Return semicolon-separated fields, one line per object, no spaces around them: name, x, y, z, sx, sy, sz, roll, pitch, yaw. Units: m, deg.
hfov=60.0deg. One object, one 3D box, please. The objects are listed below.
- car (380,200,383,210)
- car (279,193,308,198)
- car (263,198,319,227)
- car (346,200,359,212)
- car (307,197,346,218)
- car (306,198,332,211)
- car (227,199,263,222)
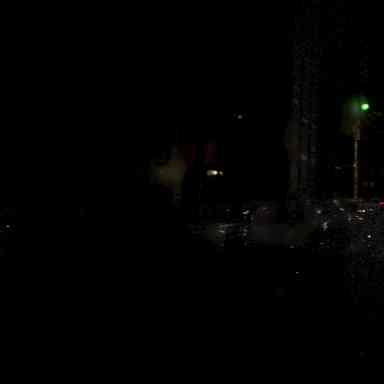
car;26.818;1.715;45.344;1.812;1.442;4.674;2;1;35
car;10.062;1.117;32.983;2.150;2.045;5.566;2;1;34
car;6.896;1.406;22.753;1.882;1.535;5.008;2;1;35
car;17.958;1.634;38.636;1.895;1.301;4.718;2;1;35
car;12.304;1.468;30.524;2.128;1.511;4.902;2;1;35
car;15.759;1.517;41.153;1.994;1.385;4.181;2;1;35
car;4.380;1.323;24.819;1.882;1.535;5.008;2;1;35
